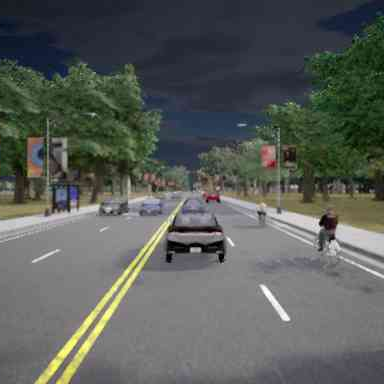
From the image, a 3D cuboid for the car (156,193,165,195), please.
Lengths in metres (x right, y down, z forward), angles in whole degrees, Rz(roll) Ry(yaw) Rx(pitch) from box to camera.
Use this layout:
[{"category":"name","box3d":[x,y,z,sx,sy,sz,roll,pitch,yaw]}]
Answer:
[{"category":"car","box3d":[-6.494,0.856,68.983,1.994,1.385,4.181,0,1,0]}]

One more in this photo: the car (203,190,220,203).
[{"category":"car","box3d":[3.354,0.683,54.557,2.150,2.045,5.566,0,1,0]}]

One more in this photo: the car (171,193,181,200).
[{"category":"car","box3d":[-3.244,0.856,68.982,1.994,1.385,4.181,0,1,0]}]

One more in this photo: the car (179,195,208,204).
[{"category":"car","box3d":[0.102,1.268,29.660,1.994,1.385,4.181,0,1,0]}]

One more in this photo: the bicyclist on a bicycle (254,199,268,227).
[{"category":"bicyclist on a bicycle","box3d":[4.164,1.239,19.743,0.866,1.612,1.509,0,1,0]}]

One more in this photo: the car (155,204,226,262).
[{"category":"car","box3d":[0.101,1.374,11.649,2.128,1.511,4.902,0,1,0]}]

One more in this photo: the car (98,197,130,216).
[{"category":"car","box3d":[-6.594,1.206,28.499,2.128,1.511,4.902,0,1,0]}]

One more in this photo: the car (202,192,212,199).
[{"category":"car","box3d":[3.256,0.761,73.153,1.882,1.535,5.008,0,1,0]}]

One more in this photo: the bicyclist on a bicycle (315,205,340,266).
[{"category":"bicyclist on a bicycle","box3d":[4.144,1.267,10.274,0.659,1.776,1.843,0,1,0]}]

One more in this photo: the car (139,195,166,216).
[{"category":"car","box3d":[-3.346,1.241,28.461,1.812,1.442,4.674,0,1,0]}]
